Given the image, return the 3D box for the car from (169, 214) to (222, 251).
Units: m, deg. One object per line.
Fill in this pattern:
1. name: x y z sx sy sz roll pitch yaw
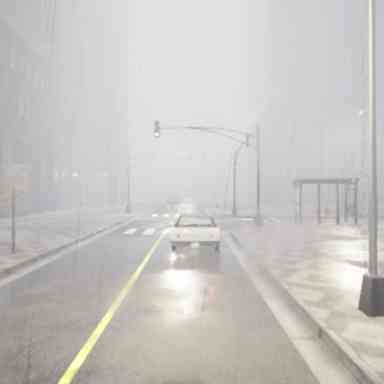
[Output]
1. car: 0.155 1.572 13.918 1.895 1.301 4.718 0 0 1

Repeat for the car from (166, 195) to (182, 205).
1. car: -3.069 1.236 54.924 2.097 1.767 4.553 0 0 0
